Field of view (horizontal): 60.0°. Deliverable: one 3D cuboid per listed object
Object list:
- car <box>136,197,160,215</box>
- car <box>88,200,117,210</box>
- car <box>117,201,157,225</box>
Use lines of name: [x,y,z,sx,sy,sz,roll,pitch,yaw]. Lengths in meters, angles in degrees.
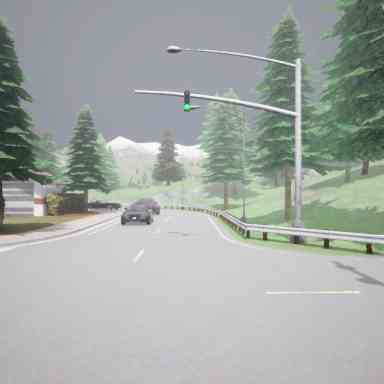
car: [-4.697,1.352,33.955,2.097,1.767,4.553,0,0,-19]
car: [-11.244,1.608,41.717,4.718,1.301,1.895,0,0,14]
car: [-3.898,1.564,24.162,1.994,1.385,4.181,0,0,-2]
